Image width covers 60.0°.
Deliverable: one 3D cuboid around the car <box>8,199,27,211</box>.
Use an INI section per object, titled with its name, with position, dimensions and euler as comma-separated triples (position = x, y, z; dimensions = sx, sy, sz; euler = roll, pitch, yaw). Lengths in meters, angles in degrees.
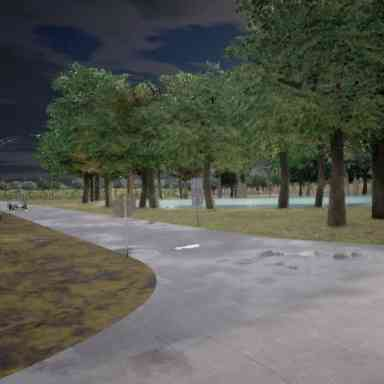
[car]
position = -24.222, 1.731, 46.121
dimensions = 2.128, 1.511, 4.902
euler = -3, 1, -36
